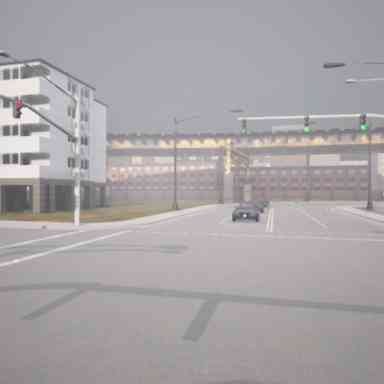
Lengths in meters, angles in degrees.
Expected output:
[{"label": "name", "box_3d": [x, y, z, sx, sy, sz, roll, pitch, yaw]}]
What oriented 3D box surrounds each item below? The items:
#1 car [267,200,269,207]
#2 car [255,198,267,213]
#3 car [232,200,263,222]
[{"label": "car", "box_3d": [9.876, 1.564, 47.734, 2.033, 1.411, 5.357, 0, 0, 21]}, {"label": "car", "box_3d": [6.803, 1.582, 36.251, 1.994, 1.385, 4.181, 0, 0, 14]}, {"label": "car", "box_3d": [4.368, 1.583, 26.549, 1.994, 1.385, 4.181, 0, 0, 14]}]
